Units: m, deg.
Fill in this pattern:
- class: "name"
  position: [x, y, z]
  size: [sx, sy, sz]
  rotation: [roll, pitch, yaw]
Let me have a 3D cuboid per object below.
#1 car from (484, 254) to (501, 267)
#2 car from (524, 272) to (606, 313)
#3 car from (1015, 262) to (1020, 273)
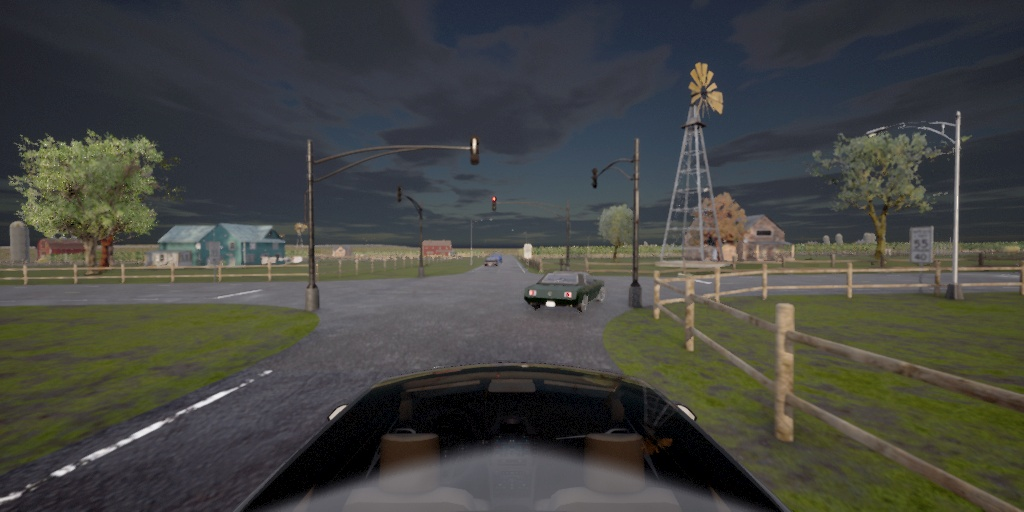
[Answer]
- class: "car"
  position: [-2.993, 0.824, 51.442]
  size: [2.033, 1.411, 5.357]
  rotation: [0, 1, 0]
- class: "car"
  position: [2.213, 1.239, 13.565]
  size: [1.895, 1.301, 4.718]
  rotation: [0, 1, 25]
- class: "car"
  position: [35.675, 0.516, 23.077]
  size: [4.892, 1.490, 1.837]
  rotation: [-1, 2, 0]
